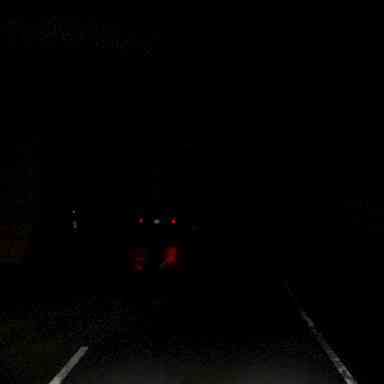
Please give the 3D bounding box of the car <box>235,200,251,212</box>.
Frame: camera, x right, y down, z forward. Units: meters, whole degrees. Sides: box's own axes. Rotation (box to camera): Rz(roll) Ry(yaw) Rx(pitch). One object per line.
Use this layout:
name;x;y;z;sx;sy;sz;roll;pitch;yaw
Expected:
car;6.469;1.746;42.140;2.033;1.411;5.357;0;0;10

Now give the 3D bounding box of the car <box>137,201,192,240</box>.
car;-1.310;1.428;17.693;2.097;1.767;4.553;0;0;9

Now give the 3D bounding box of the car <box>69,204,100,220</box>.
car;-10.125;1.712;29.702;1.895;1.301;4.718;0;0;10

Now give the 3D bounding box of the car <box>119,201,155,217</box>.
car;-5.664;1.690;34.885;2.033;1.411;5.357;0;0;10
